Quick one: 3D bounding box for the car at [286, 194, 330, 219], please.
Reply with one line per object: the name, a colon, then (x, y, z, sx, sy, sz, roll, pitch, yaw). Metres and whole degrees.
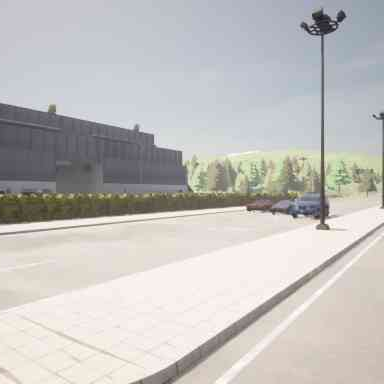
car: (10.474, 1.221, 29.122, 2.150, 2.045, 5.566, 0, 0, 35)

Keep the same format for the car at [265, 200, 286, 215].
car: (9.724, 1.547, 34.114, 2.033, 1.411, 5.357, 0, 0, 35)

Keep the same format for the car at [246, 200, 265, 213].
car: (7.846, 1.601, 37.510, 1.895, 1.301, 4.718, 0, 0, 35)
